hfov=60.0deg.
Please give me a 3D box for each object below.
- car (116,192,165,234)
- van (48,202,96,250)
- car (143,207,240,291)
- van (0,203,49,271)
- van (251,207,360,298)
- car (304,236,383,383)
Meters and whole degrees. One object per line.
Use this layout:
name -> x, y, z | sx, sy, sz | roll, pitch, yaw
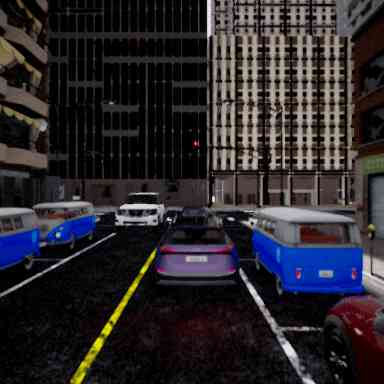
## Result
car -> -2.757, 1.006, 18.970 | 2.150, 2.045, 5.566 | 0, 0, 0
van -> -5.316, 1.322, 13.902 | 1.690, 1.788, 3.998 | 0, 0, 0
car -> 0.096, 1.417, 8.975 | 2.033, 1.649, 4.856 | 0, 0, 0
van -> -5.314, 1.329, 8.212 | 1.690, 1.788, 3.998 | 0, 0, 0
van -> 2.566, 1.329, 8.220 | 1.690, 1.788, 3.998 | 0, 0, 0
car -> 2.568, 1.436, 2.530 | 1.967, 1.590, 4.097 | 0, 0, 0
